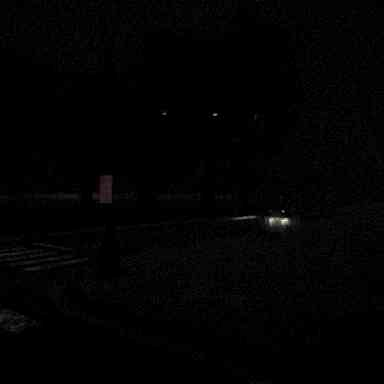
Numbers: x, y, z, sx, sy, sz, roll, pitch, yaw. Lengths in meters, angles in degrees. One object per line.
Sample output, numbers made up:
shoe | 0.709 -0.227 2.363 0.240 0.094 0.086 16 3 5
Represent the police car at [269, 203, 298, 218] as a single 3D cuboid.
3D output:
police car | 10.760 2.161 39.157 2.038 1.542 4.974 0 -1 36
